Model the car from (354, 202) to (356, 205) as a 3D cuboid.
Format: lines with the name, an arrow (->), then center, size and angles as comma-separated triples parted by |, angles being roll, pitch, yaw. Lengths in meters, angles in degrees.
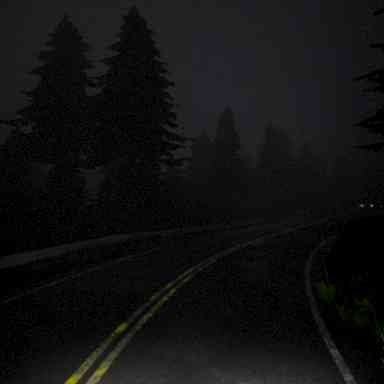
car -> 38.260, 2.683, 75.958 | 1.994, 1.385, 4.181 | 1, -7, -4

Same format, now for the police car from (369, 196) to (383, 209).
police car -> 24.056, 1.335, 41.707 | 1.930, 1.638, 5.238 | -4, -2, 37

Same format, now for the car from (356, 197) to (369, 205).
car -> 32.803, 1.637, 62.876 | 1.882, 1.535, 5.008 | -2, -2, 23
